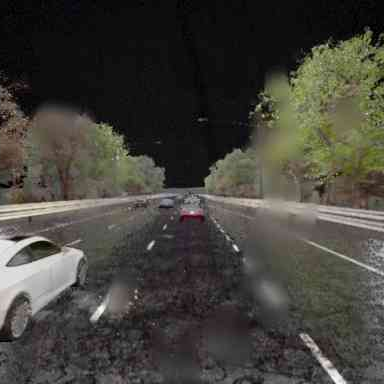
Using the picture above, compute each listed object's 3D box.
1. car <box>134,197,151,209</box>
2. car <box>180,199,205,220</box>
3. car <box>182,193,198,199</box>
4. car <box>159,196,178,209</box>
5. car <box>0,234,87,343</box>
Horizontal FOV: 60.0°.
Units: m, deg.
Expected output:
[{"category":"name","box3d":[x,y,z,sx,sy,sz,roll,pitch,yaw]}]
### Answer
[{"category":"car","box3d":[-6.967,1.533,46.878,1.837,1.490,4.892,0,0,0]},{"category":"car","box3d":[0.019,1.574,27.847,1.994,1.385,4.181,0,0,0]},{"category":"car","box3d":[0.029,1.377,46.678,2.097,1.767,4.553,0,0,0]},{"category":"car","box3d":[-3.470,1.590,46.810,1.994,1.385,4.181,0,0,0]},{"category":"car","box3d":[-3.496,1.528,6.327,1.812,1.442,4.674,0,0,0]}]
